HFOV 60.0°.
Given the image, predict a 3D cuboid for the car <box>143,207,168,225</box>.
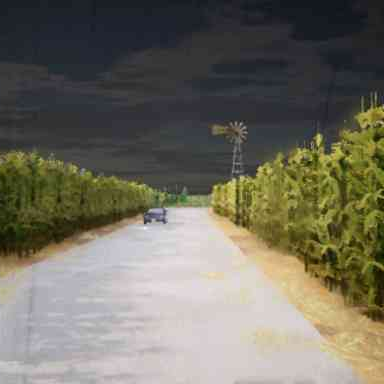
[{"bbox_3d":[-3.124,2.068,29.435,1.812,1.442,4.674,0,-1,0],"label":"car"}]
